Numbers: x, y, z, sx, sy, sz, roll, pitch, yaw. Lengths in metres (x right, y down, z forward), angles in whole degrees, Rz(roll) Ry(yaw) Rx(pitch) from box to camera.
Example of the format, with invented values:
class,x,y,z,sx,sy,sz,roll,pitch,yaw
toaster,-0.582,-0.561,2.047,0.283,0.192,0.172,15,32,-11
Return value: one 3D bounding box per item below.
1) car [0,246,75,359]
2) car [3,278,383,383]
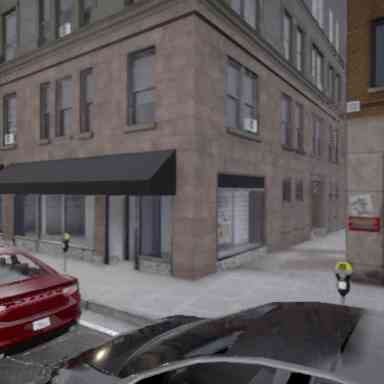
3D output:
class,x,y,z,sx,sy,sz,roll,pitch,yaw
car,-3.780,1.610,5.644,4.507,1.381,1.887,-1,0,35
car,0.703,1.574,2.450,4.313,1.339,1.947,-1,0,35
